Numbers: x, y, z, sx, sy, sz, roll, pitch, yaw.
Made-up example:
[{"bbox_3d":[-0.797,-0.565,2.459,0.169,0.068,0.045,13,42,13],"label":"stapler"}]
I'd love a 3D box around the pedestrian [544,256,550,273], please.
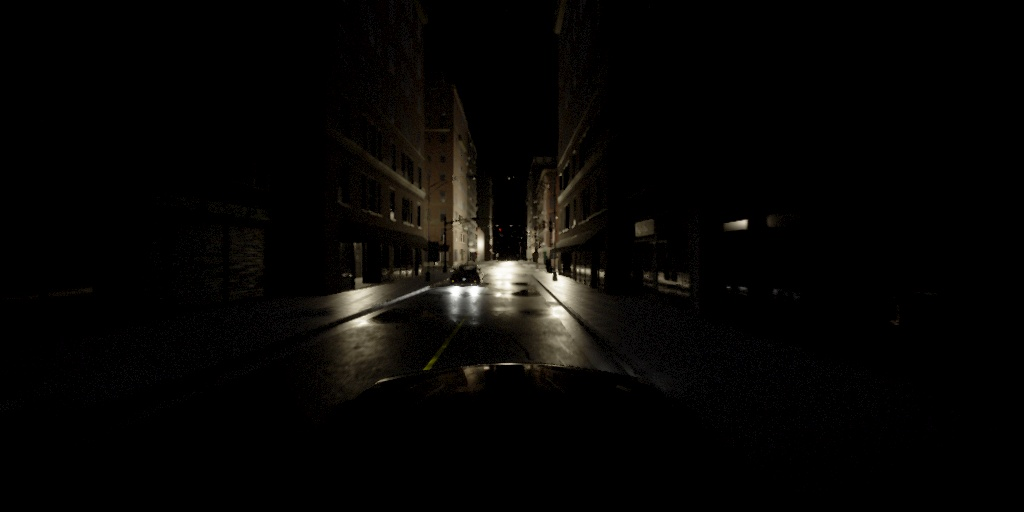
[{"bbox_3d":[3.637,0.866,37.103,0.375,1.860,0.375,0,0,0],"label":"pedestrian"}]

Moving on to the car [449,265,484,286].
[{"bbox_3d":[-3.074,1.299,25.010,1.994,1.385,4.181,0,0,0],"label":"car"}]
